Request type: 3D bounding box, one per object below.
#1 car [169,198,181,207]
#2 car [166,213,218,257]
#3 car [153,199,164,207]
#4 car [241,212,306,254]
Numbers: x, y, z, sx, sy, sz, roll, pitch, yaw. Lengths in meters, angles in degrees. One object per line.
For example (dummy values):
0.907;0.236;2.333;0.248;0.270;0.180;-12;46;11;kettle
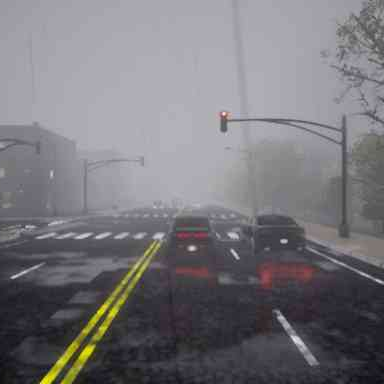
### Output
-3.370;1.951;66.000;2.097;1.767;4.553;0;-1;0;car
-0.010;1.630;13.521;1.837;1.490;4.892;0;0;0;car
-6.618;2.159;65.949;1.994;1.385;4.181;0;-1;0;car
3.273;1.607;14.206;1.882;1.535;5.008;0;0;0;car
